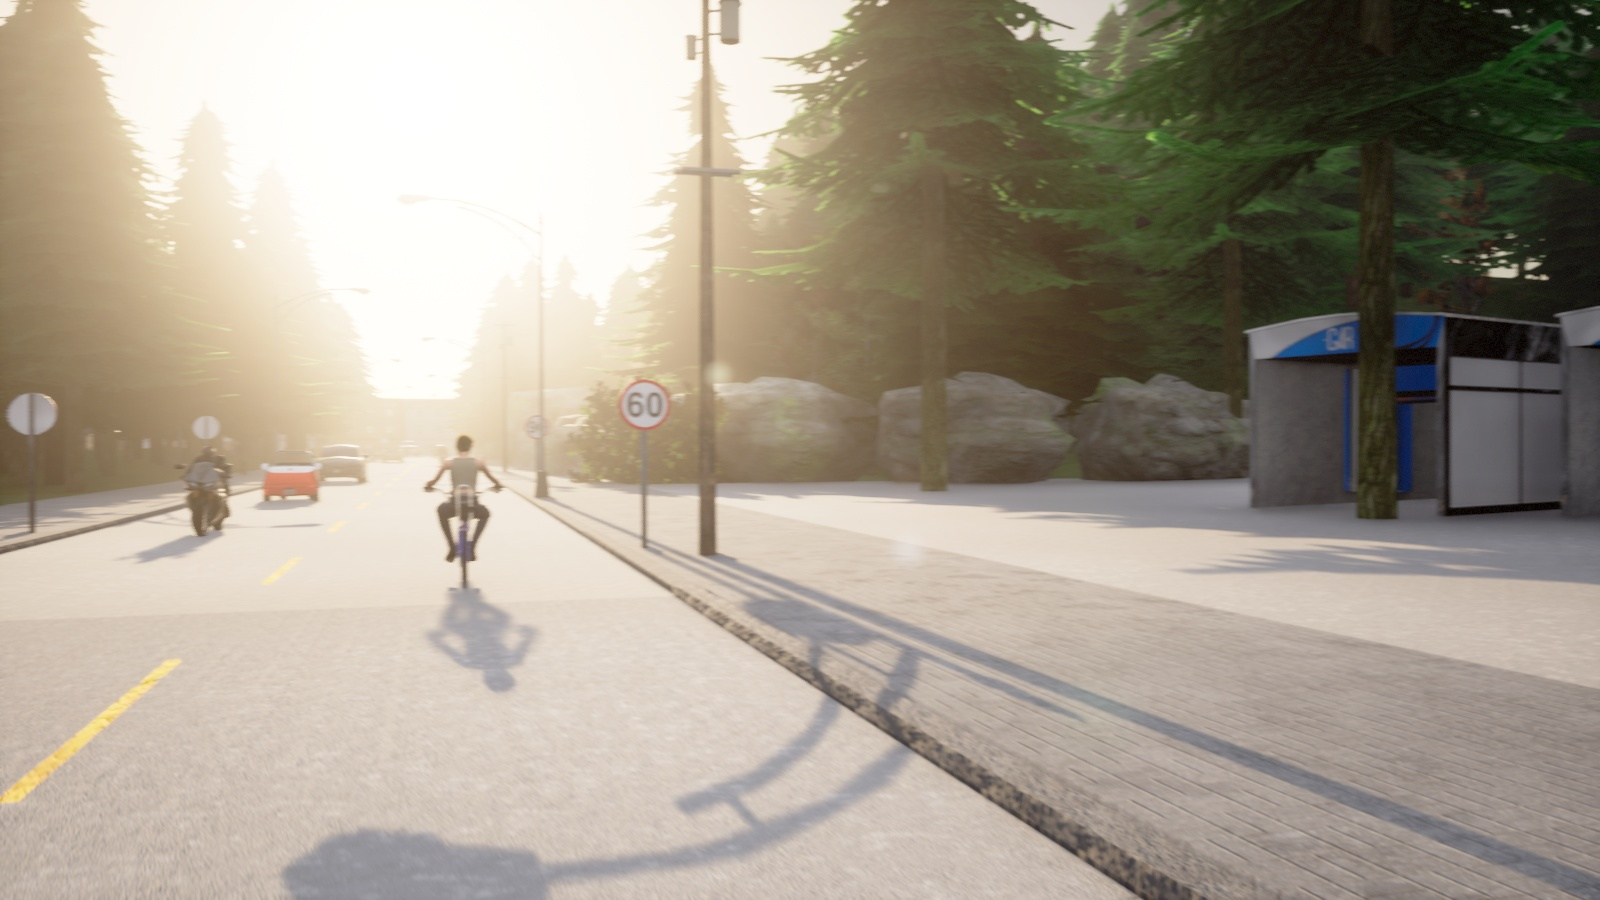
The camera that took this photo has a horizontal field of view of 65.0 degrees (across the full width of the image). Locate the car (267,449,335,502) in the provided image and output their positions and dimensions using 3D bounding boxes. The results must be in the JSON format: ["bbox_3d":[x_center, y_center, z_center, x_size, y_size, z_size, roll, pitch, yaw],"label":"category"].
[{"bbox_3d":[-13.390,0.651,33.768,1.481,1.376,2.207,0,0,-16],"label":"car"}]

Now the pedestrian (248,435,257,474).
[{"bbox_3d":[-25.688,0.199,58.871,0.370,1.835,0.726,0,0,-23],"label":"pedestrian"}]

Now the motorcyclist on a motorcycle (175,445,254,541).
[{"bbox_3d":[-9.857,0.689,21.215,0.866,1.530,2.191,0,0,-16],"label":"motorcyclist on a motorcycle"}]

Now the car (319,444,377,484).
[{"bbox_3d":[-17.974,0.524,50.081,1.837,1.490,4.892,0,1,-16],"label":"car"}]

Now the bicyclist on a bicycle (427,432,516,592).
[{"bbox_3d":[-3.528,0.619,13.469,0.866,1.612,1.509,0,0,-15],"label":"bicyclist on a bicycle"}]
